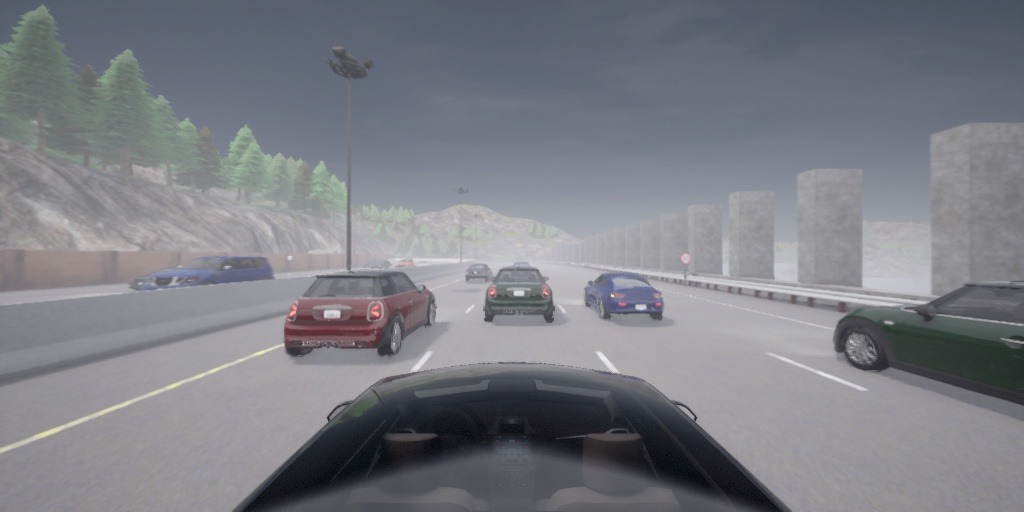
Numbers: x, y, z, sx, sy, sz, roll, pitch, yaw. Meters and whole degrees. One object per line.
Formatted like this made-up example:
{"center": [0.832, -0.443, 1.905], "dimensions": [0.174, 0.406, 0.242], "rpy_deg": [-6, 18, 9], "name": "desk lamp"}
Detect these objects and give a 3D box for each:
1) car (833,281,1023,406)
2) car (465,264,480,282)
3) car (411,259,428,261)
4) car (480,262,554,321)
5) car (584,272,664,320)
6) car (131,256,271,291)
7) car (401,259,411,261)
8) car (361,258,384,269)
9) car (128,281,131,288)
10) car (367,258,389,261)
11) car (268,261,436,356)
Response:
{"center": [7.125, 1.110, 4.882], "dimensions": [2.097, 1.767, 4.553], "rpy_deg": [0, 0, 1], "name": "car"}
{"center": [-2.718, 1.351, 30.150], "dimensions": [2.033, 1.411, 5.357], "rpy_deg": [0, 0, 2], "name": "car"}
{"center": [-12.799, 1.368, 52.168], "dimensions": [1.812, 1.442, 4.674], "rpy_deg": [0, 0, 1], "name": "car"}
{"center": [0.252, 1.122, 12.664], "dimensions": [2.097, 1.767, 4.553], "rpy_deg": [0, 0, 1], "name": "car"}
{"center": [3.748, 1.298, 12.584], "dimensions": [1.812, 1.442, 4.674], "rpy_deg": [0, 0, 1], "name": "car"}
{"center": [-13.861, 0.998, 16.981], "dimensions": [2.150, 2.045, 5.566], "rpy_deg": [0, 0, 2], "name": "car"}
{"center": [-16.316, 1.199, 55.178], "dimensions": [2.097, 1.767, 4.553], "rpy_deg": [0, 0, 1], "name": "car"}
{"center": [-23.288, 1.206, 60.007], "dimensions": [2.097, 1.767, 4.553], "rpy_deg": [0, 0, 1], "name": "car"}
{"center": [-20.703, 1.346, 22.049], "dimensions": [1.994, 1.385, 4.181], "rpy_deg": [0, 0, 2], "name": "car"}
{"center": [-19.740, 1.345, 54.247], "dimensions": [1.837, 1.490, 4.892], "rpy_deg": [0, 1, 2], "name": "car"}
{"center": [-3.323, 1.114, 8.813], "dimensions": [2.097, 1.767, 4.553], "rpy_deg": [0, 0, 1], "name": "car"}
